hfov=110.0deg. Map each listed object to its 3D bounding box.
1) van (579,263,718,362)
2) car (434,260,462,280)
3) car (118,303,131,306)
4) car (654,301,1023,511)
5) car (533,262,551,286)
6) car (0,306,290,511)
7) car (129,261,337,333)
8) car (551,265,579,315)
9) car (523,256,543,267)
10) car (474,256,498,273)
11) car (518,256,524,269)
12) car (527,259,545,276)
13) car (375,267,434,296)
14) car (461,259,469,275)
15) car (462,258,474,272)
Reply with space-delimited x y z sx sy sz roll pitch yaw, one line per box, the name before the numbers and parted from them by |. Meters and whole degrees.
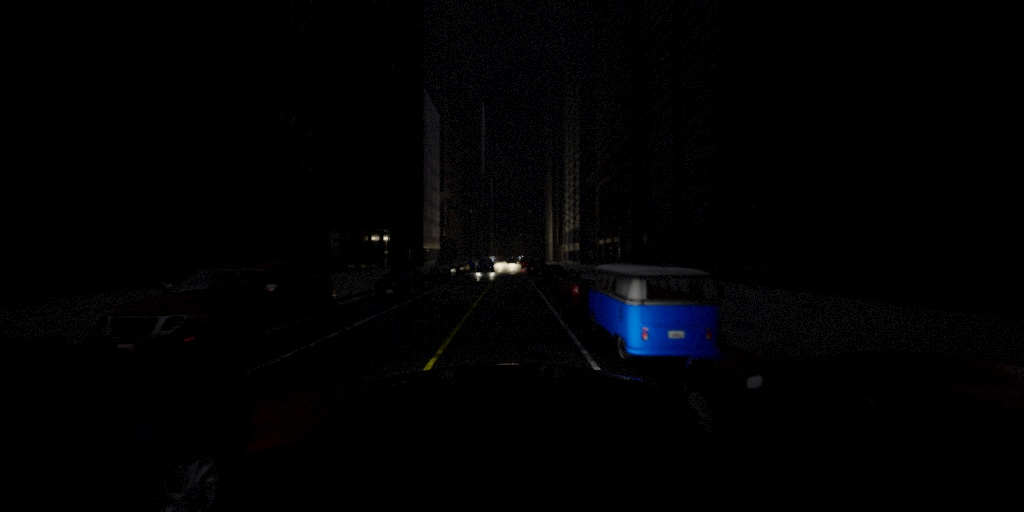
van | 2.762 1.078 7.871 1.690 1.789 3.998 0 0 0
car | -5.763 1.244 30.294 2.007 1.370 4.403 0 0 0
car | -5.763 1.299 2.247 2.007 1.370 4.403 0 0 0
car | 2.763 1.294 2.262 1.888 1.381 4.507 0 0 0
car | 2.762 1.270 24.698 1.948 1.339 4.313 0 0 0
car | -3.101 1.256 1.042 1.837 1.490 4.892 0 0 0
car | -5.763 1.051 7.856 2.192 1.841 5.009 0 0 0
car | 2.762 1.165 13.480 1.967 1.591 4.097 0 0 0
car | 2.762 0.991 41.525 2.192 1.841 5.009 0 0 0
car | -3.085 1.152 43.214 1.882 1.535 5.008 0 0 0
car | 2.386 1.012 53.273 2.097 1.767 4.553 0 0 0
car | 2.762 1.267 35.916 1.802 1.307 4.207 0 0 0
car | -5.763 1.280 19.075 1.948 1.339 4.313 0 0 0
car | -5.763 1.267 35.903 1.802 1.307 4.207 0 0 0
car | -5.763 1.202 41.342 1.751 1.417 4.829 0 0 0
